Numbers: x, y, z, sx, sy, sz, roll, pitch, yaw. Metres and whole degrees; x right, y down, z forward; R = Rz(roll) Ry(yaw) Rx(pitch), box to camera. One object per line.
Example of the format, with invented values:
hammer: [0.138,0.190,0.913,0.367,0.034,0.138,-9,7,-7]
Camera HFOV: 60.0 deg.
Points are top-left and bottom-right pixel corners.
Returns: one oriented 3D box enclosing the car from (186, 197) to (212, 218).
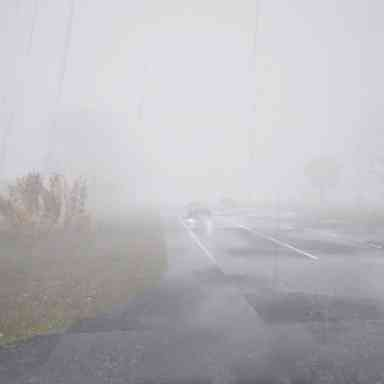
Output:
car: [0.536,1.432,29.273,1.812,1.442,4.674,0,0,-6]

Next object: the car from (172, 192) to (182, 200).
car: [-3.406,1.205,77.645,1.812,1.442,4.674,0,0,0]

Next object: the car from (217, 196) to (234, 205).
car: [5.216,1.338,51.750,1.994,1.385,4.181,0,0,-6]
